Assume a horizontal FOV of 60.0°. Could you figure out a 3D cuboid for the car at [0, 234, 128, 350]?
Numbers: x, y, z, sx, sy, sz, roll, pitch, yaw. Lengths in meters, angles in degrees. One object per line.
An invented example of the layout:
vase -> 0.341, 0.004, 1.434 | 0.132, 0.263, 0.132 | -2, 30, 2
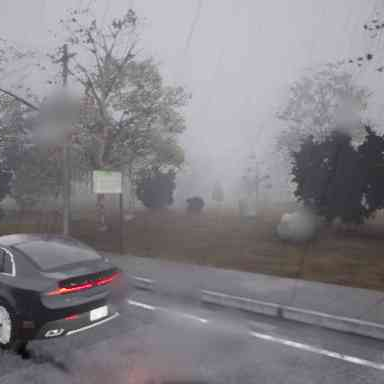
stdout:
car -> -3.357, 1.575, 6.393 | 4.892, 1.490, 1.837 | 0, 0, 36
